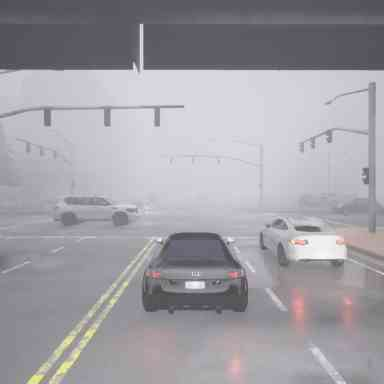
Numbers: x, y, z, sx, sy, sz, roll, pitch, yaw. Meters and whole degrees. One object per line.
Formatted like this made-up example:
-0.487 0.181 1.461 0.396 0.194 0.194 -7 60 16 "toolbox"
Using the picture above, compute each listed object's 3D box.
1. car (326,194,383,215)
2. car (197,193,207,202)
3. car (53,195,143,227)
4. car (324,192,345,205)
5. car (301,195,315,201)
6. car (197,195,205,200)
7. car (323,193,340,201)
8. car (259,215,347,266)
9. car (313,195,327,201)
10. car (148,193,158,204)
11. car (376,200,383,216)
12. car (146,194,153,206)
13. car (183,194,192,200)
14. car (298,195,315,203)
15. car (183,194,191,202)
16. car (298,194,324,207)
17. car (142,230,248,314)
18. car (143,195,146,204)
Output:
16.354 1.352 33.157 4.553 1.767 2.097 0 0 1 "car"
2.403 1.223 76.990 2.150 2.045 5.566 0 0 0 "car"
-6.370 1.223 22.335 5.566 2.045 2.150 0 0 -1 "car"
19.540 1.156 47.340 1.905 1.878 3.866 0 0 0 "car"
27.916 1.395 79.934 1.970 1.475 3.806 0 0 0 "car"
2.344 1.378 86.058 1.994 1.385 4.181 0 0 0 "car"
33.495 1.153 80.000 1.932 1.855 4.605 0 0 0 "car"
3.582 1.526 11.364 1.812 1.442 4.674 0 0 0 "car"
30.811 1.364 79.942 1.784 1.438 3.905 0 0 0 "car"
-8.051 1.221 66.069 2.150 2.045 5.566 0 0 0 "car"
19.150 1.601 29.626 4.718 1.301 1.895 0 0 1 "car"
-8.044 1.526 55.416 1.812 1.442 4.674 0 0 0 "car"
-1.156 1.351 86.035 2.128 1.511 4.902 0 0 0 "car"
22.193 1.395 64.815 1.970 1.475 3.806 0 0 0 "car"
-1.097 1.593 76.964 1.895 1.301 4.718 0 0 0 "car"
16.645 1.153 47.386 1.932 1.855 4.605 0 0 0 "car"
0.067 1.564 7.704 1.994 1.385 4.181 0 0 0 "car"
-7.994 1.478 46.136 1.882 1.535 5.008 0 0 0 "car"
